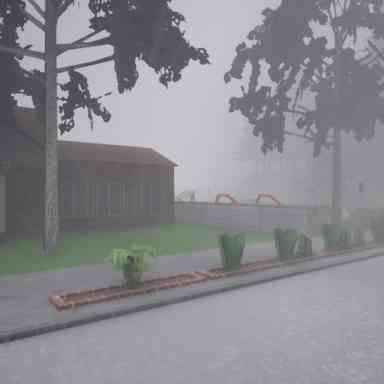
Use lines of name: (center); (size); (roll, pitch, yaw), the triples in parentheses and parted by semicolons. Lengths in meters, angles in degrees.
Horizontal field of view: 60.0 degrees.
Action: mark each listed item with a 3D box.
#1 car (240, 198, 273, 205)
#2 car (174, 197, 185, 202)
car: (7.945, 1.492, 41.059); (1.837, 1.490, 4.892); (0, 0, -35)
car: (-3.031, 1.534, 56.654); (1.812, 1.442, 4.674); (0, 0, -35)
